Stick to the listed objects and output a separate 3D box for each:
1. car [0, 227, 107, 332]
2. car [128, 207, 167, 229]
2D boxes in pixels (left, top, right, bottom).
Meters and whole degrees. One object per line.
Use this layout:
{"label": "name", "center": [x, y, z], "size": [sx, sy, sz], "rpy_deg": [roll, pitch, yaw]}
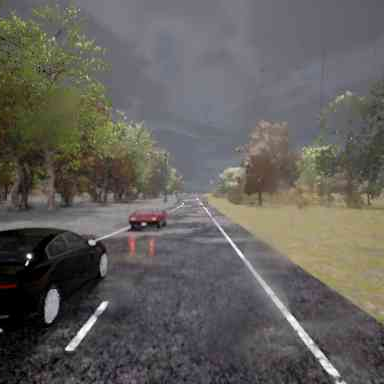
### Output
{"label": "car", "center": [-3.235, 1.479, 6.981], "size": [1.882, 1.535, 5.008], "rpy_deg": [0, 0, 1]}
{"label": "car", "center": [-2.747, 1.607, 21.795], "size": [1.895, 1.301, 4.718], "rpy_deg": [0, 0, 2]}
